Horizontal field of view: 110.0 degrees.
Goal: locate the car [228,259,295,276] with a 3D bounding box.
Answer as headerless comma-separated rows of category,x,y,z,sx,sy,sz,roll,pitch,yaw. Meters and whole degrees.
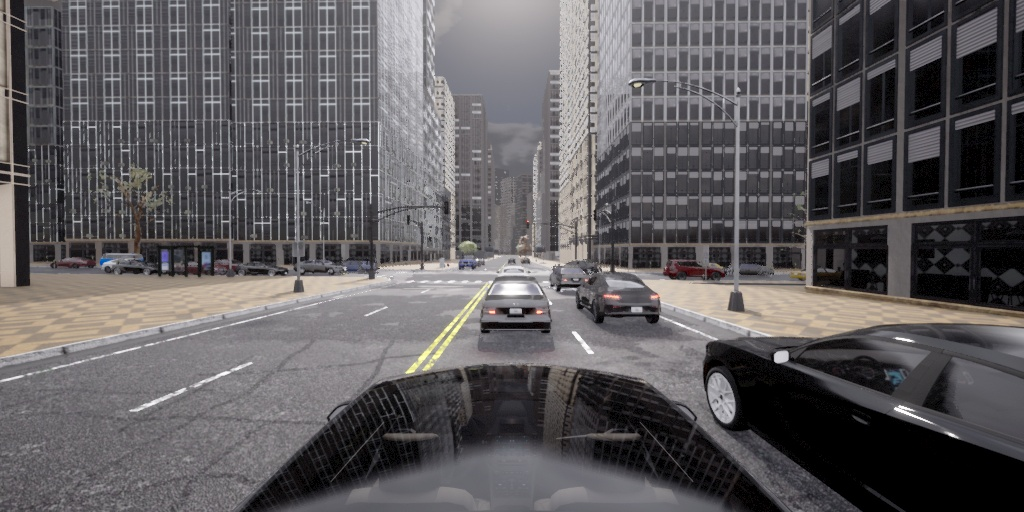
car,-22.745,1.170,32.651,4.313,1.339,1.948,0,0,1

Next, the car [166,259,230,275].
car,-28.429,1.134,32.782,4.207,1.307,1.802,0,0,1

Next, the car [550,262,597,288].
car,3.343,1.285,21.317,2.033,1.411,5.357,0,0,0

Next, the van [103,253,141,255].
van,-45.305,0.600,41.607,3.998,1.789,1.690,0,0,1

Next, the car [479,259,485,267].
car,-6.593,1.186,63.788,2.128,1.511,4.902,0,0,0

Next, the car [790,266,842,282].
car,27.628,1.574,31.950,4.829,1.417,1.751,0,0,1

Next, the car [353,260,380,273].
car,-17.098,1.106,38.447,5.357,1.411,2.033,1,1,1

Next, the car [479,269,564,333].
car,0.097,1.293,10.637,2.033,1.411,5.357,0,0,0

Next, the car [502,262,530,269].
car,0.092,1.264,20.228,1.812,1.442,4.674,0,0,0

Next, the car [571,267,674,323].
car,3.347,1.270,11.906,1.812,1.442,4.674,0,0,0

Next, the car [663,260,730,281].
car,16.180,1.265,32.141,5.009,1.841,2.192,0,0,1

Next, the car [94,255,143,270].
car,-37.961,0.947,35.667,4.674,1.442,1.812,1,1,2

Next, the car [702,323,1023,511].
car,3.345,1.227,2.560,1.882,1.535,5.008,0,0,0

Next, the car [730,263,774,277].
car,24.447,1.475,37.780,5.357,1.411,2.033,0,1,1

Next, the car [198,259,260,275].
car,-27.911,1.038,35.459,4.674,1.442,1.812,1,1,1

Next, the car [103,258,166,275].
car,-34.110,1.065,32.952,4.313,1.339,1.948,0,0,1

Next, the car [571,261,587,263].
car,6.644,1.278,38.073,4.892,1.490,1.837,1,1,1

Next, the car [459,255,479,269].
car,-6.622,0.929,53.870,2.150,2.045,5.566,0,0,0

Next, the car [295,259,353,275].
car,-18.815,1.087,35.279,4.902,1.511,2.128,1,1,1
